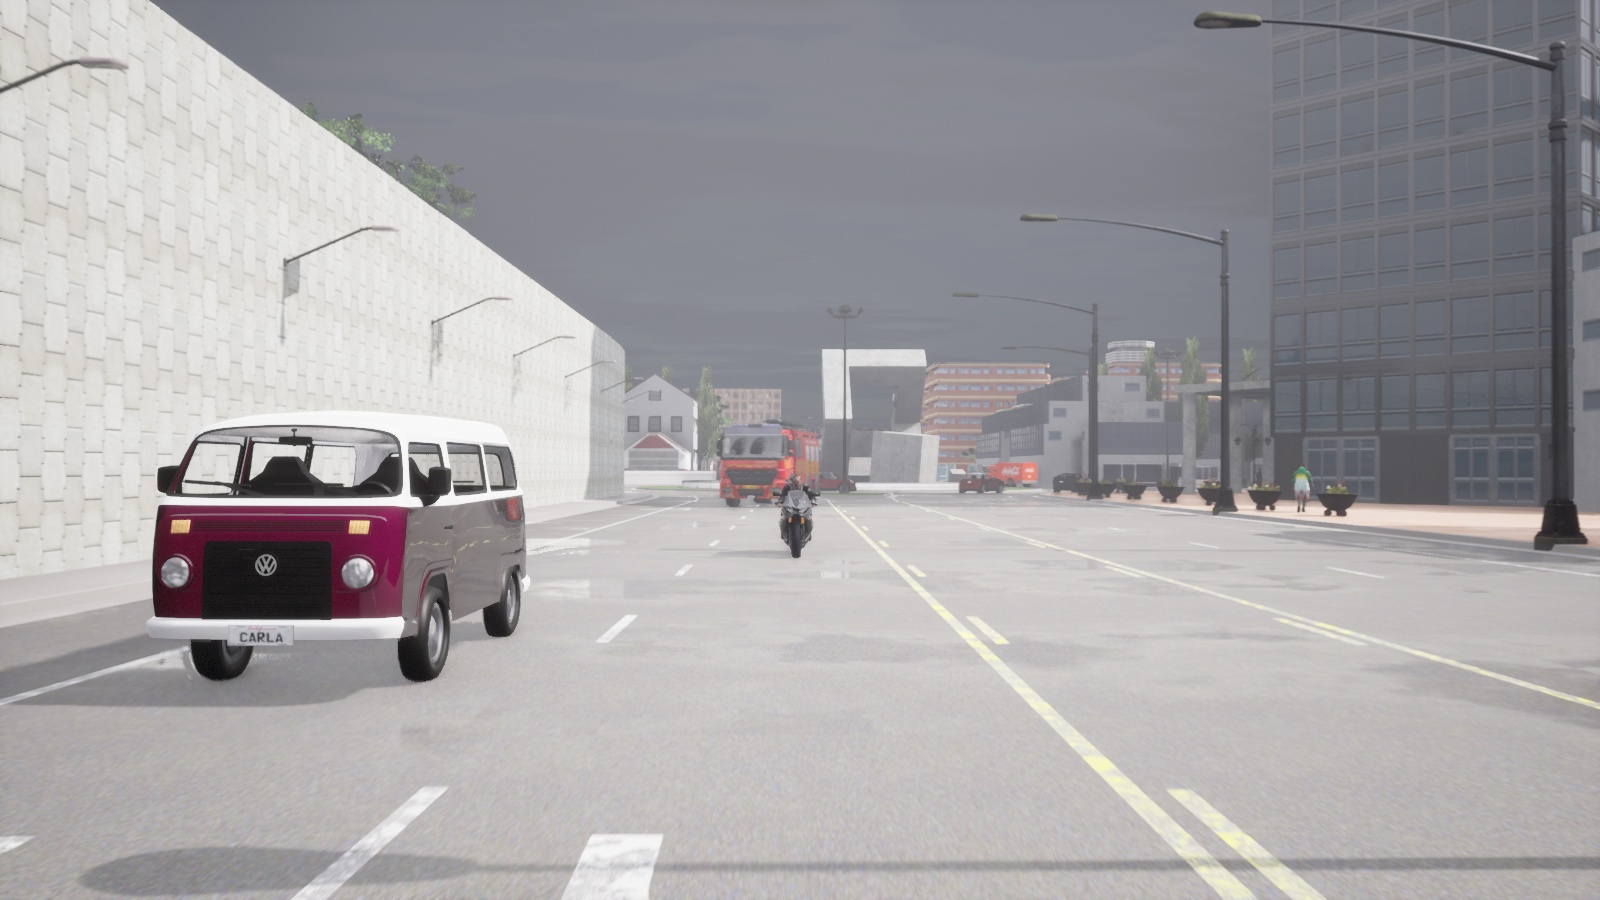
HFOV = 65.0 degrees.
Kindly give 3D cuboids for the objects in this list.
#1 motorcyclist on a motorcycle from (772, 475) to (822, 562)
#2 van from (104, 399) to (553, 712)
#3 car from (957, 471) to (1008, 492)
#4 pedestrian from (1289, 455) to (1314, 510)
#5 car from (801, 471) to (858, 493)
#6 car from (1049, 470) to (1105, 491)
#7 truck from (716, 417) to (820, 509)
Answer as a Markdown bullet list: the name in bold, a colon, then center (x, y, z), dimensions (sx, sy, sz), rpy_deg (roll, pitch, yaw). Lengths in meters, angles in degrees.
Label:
- **motorcyclist on a motorcycle**: center (-0.056, 1.240, 23.317), dimensions (0.866, 1.530, 2.191), rpy_deg (0, -1, 0)
- **van**: center (-3.526, 0.727, 10.469), dimensions (2.069, 2.038, 4.480), rpy_deg (0, -1, 0)
- **car**: center (13.118, 2.233, 89.985), dimensions (1.970, 1.475, 3.806), rpy_deg (-1, -1, 38)
- **pedestrian**: center (18.152, 1.172, 45.430), dimensions (0.659, 1.952, 0.873), rpy_deg (-1, -1, 32)
- **car**: center (2.089, 2.248, 88.263), dimensions (3.806, 1.475, 1.970), rpy_deg (0, -1, 7)
- **car**: center (20.451, 2.228, 92.522), dimensions (2.007, 1.525, 4.514), rpy_deg (-1, -1, 43)
- **truck**: center (-1.292, 0.602, 56.602), dimensions (2.891, 3.827, 8.468), rpy_deg (0, -1, 11)
